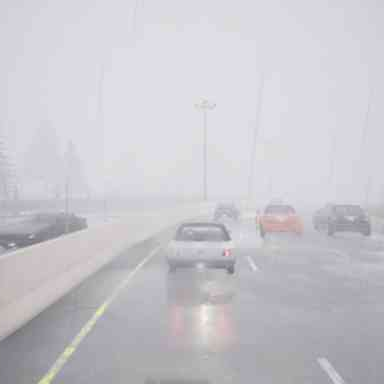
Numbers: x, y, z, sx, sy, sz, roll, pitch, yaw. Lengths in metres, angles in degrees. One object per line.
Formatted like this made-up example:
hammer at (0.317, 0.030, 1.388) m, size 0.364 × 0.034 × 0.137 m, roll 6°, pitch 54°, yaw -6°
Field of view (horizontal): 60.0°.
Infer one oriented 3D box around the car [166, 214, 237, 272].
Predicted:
car at (0.368, 1.635, 10.864) m, size 1.895 × 1.301 × 4.718 m, roll 0°, pitch 0°, yaw 3°

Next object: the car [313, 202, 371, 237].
car at (8.304, 1.412, 18.844) m, size 2.097 × 1.767 × 4.553 m, roll 0°, pitch 0°, yaw 8°

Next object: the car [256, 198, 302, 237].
car at (4.730, 1.411, 18.664) m, size 2.097 × 1.767 × 4.553 m, roll 0°, pitch 0°, yaw 8°

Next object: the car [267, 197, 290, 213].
car at (10.277, 1.476, 39.279) m, size 2.097 × 1.767 × 4.553 m, roll 0°, pitch 0°, yaw 21°

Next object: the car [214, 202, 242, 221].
car at (3.084, 1.594, 28.355) m, size 1.837 × 1.490 × 4.892 m, roll 0°, pitch 0°, yaw 13°
